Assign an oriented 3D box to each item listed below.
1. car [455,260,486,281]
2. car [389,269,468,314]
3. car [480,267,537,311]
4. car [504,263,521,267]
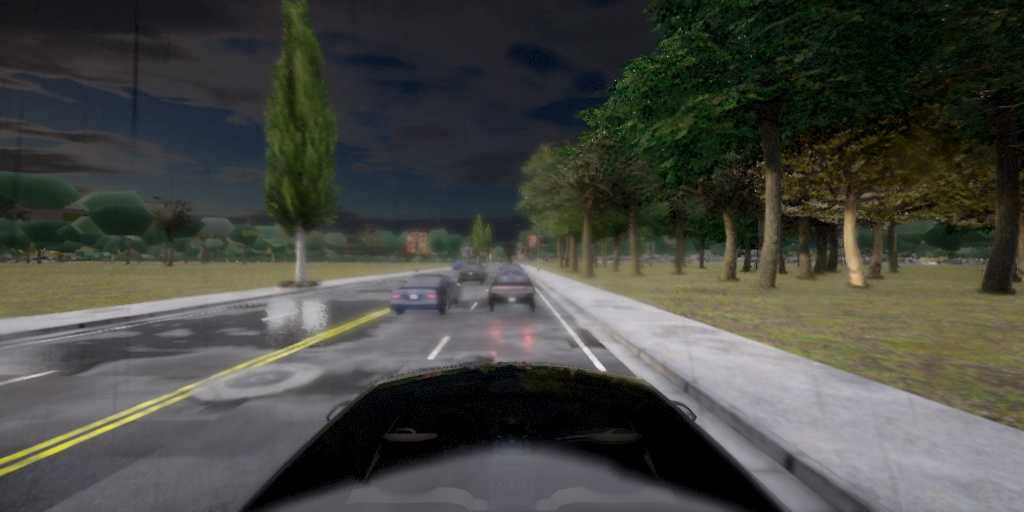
[{"bbox_3d":[-3.225,1.409,30.287,2.097,1.767,4.553,0,-1,1],"label":"car"},{"bbox_3d":[-3.239,1.430,14.385,2.033,1.411,5.357,0,-1,0],"label":"car"},{"bbox_3d":[0.024,1.385,15.355,2.128,1.511,4.902,0,0,1],"label":"car"},{"bbox_3d":[0.025,1.409,30.285,2.097,1.767,4.553,0,-1,1],"label":"car"}]
